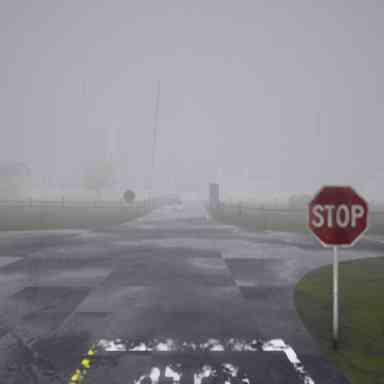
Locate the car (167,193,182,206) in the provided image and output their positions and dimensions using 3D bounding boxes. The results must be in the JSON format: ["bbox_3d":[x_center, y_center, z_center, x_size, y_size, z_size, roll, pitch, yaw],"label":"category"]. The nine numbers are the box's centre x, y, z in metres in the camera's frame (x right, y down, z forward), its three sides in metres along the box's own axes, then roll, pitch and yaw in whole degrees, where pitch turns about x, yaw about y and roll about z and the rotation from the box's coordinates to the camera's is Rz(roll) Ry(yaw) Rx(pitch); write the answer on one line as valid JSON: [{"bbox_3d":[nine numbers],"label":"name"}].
[{"bbox_3d":[-2.885,1.170,54.413,2.150,2.045,5.566,0,0,0],"label":"car"}]
